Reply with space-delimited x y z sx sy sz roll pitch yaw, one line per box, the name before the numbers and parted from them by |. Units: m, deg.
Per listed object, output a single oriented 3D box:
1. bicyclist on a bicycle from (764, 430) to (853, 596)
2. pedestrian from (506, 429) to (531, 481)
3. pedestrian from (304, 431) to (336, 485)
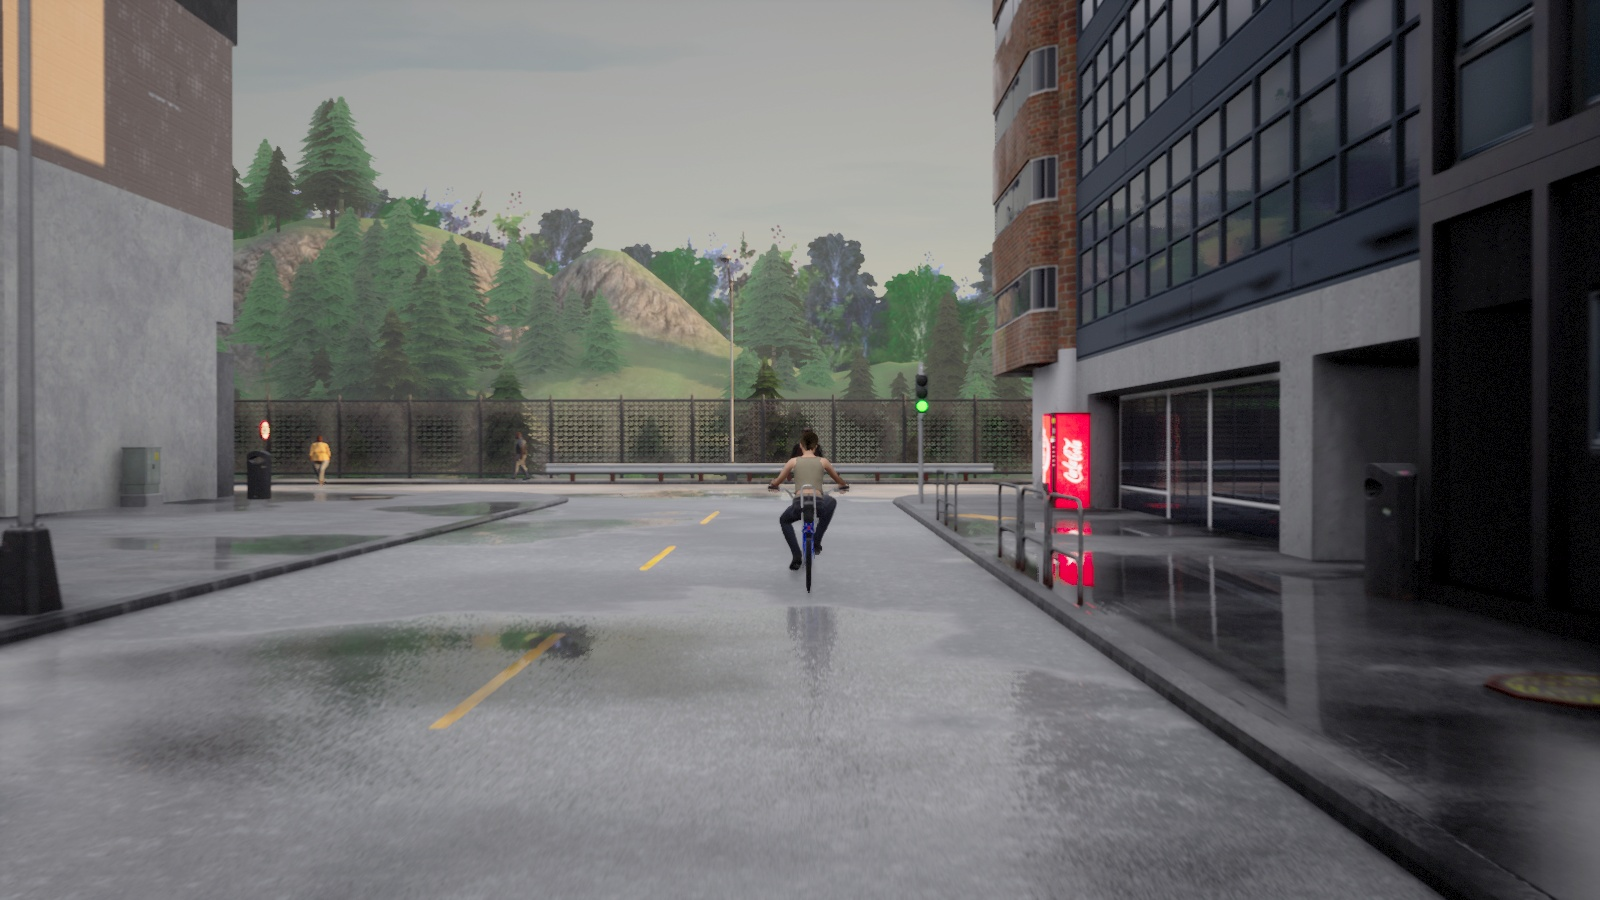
bicyclist on a bicycle | 0.089 0.610 12.999 0.866 1.612 1.509 0 0 0
pedestrian | -10.293 0.189 45.976 0.849 1.883 0.563 0 0 -8
pedestrian | -16.773 0.286 43.864 0.874 1.855 0.900 0 0 -9
